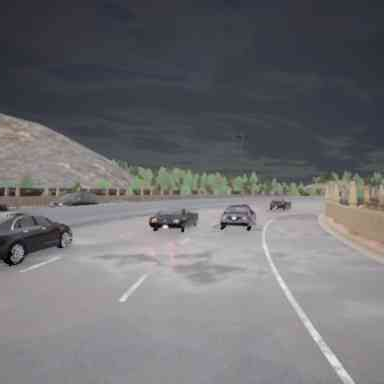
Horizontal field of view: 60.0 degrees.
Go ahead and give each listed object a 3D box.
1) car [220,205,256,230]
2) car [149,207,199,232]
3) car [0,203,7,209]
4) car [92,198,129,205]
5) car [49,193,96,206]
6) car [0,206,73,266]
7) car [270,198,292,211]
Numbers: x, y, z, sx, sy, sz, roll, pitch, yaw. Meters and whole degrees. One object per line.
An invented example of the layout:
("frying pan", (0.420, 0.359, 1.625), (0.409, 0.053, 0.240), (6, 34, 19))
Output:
("car", (3.018, 1.526, 21.229), (2.033, 1.411, 5.357), (0, 0, 15))
("car", (-0.904, 1.562, 19.772), (1.895, 1.301, 4.718), (0, 0, 13))
("car", (-17.321, 1.345, 26.796), (1.882, 1.535, 5.008), (0, 0, 15))
("car", (-7.719, 1.504, 34.079), (1.895, 1.301, 4.718), (0, 0, 21))
("car", (-11.691, 1.109, 33.329), (2.150, 2.045, 5.566), (0, 0, 19))
("car", (-5.955, 1.455, 11.482), (1.837, 1.490, 4.892), (0, 0, 7))
("car", (10.889, 1.488, 40.716), (1.837, 1.490, 4.892), (0, 0, 28))
